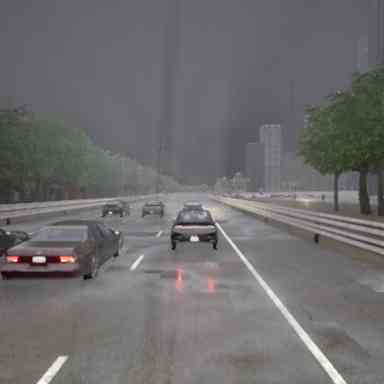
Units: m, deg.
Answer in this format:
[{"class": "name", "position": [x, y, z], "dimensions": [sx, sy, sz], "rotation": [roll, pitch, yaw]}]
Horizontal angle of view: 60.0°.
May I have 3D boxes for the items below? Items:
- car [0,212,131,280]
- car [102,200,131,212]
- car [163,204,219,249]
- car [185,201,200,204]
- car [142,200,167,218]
[{"class": "car", "position": [-3.405, 1.550, 9.912], "dimensions": [2.033, 1.411, 5.357], "rotation": [0, 0, 0]}, {"class": "car", "position": [-6.911, 1.512, 30.709], "dimensions": [1.837, 1.490, 4.892], "rotation": [0, 0, 0]}, {"class": "car", "position": [0.093, 1.495, 14.473], "dimensions": [2.128, 1.511, 4.902], "rotation": [0, 0, 0]}, {"class": "car", "position": [0.088, 1.533, 31.608], "dimensions": [1.812, 1.442, 4.674], "rotation": [0, 0, 0]}, {"class": "car", "position": [-3.411, 1.499, 30.562], "dimensions": [2.128, 1.511, 4.902], "rotation": [0, 0, 0]}]
